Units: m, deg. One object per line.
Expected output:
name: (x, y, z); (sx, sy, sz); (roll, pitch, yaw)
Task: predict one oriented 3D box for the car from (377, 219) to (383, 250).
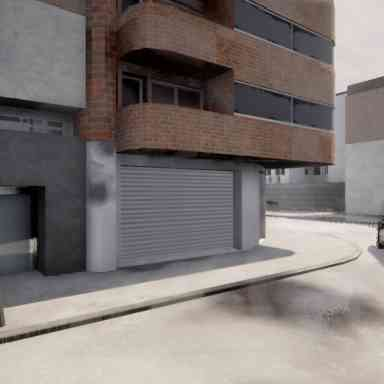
car: (7.619, 1.478, 11.297); (1.882, 1.535, 5.008); (2, 1, 22)
